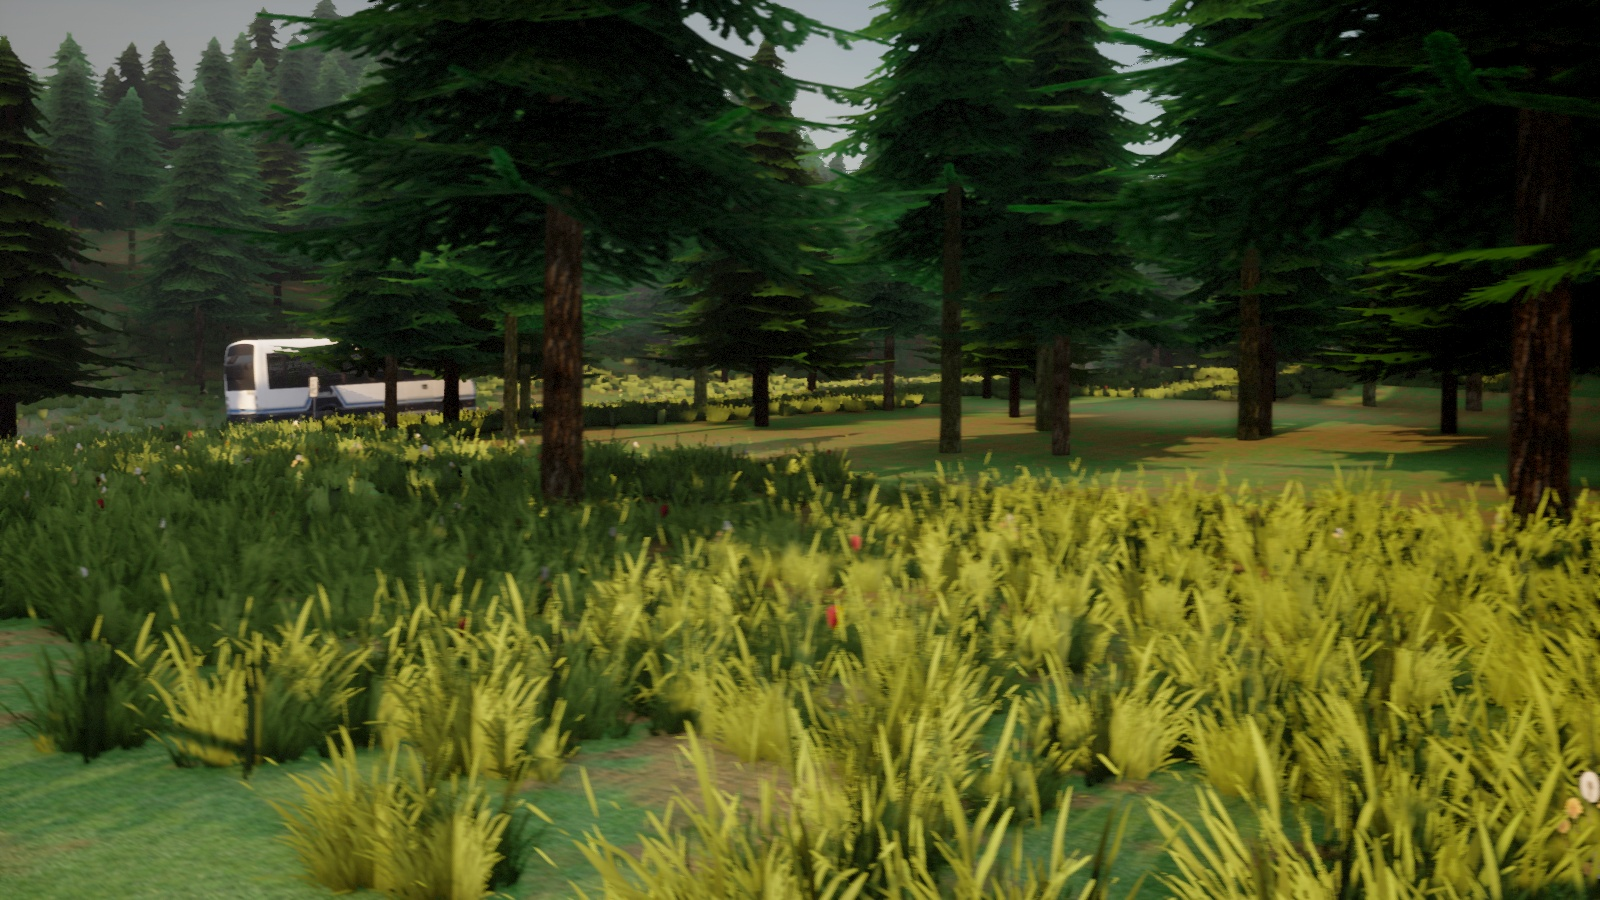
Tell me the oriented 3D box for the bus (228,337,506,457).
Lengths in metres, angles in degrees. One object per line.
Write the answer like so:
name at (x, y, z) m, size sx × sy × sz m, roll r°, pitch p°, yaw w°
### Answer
bus at (-18.297, -2.386, 53.844) m, size 3.944 × 4.253 × 10.273 m, roll 0°, pitch 6°, yaw 43°
